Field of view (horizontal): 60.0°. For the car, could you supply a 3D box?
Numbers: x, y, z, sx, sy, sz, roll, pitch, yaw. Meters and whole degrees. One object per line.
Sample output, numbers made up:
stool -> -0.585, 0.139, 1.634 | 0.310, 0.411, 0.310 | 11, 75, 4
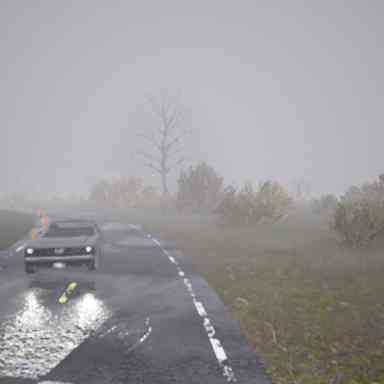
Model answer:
car -> -3.921, 1.601, 10.796 | 1.895, 1.301, 4.718 | 0, 0, -13

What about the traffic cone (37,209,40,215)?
traffic cone -> -14.667, 1.917, 31.773 | 0.340, 0.580, 0.340 | 1, 0, -33

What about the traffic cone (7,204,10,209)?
traffic cone -> -23.723, 1.873, 43.004 | 0.340, 0.580, 0.340 | 0, 0, 45

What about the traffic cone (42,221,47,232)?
traffic cone -> -8.287, 1.943, 18.834 | 0.340, 0.580, 0.340 | 0, 0, -20

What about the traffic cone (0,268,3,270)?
traffic cone -> -5.678, 1.951, 9.566 | 0.340, 0.580, 0.340 | 0, 0, -12

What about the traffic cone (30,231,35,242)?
traffic cone -> -6.812, 1.948, 14.248 | 0.340, 0.580, 0.340 | 0, 0, -16

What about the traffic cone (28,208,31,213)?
traffic cone -> -17.408, 1.903, 35.736 | 0.340, 0.580, 0.340 | 1, 0, -37

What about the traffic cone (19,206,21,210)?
traffic cone -> -20.431, 1.887, 39.486 | 0.340, 0.580, 0.340 | 1, 0, -41
